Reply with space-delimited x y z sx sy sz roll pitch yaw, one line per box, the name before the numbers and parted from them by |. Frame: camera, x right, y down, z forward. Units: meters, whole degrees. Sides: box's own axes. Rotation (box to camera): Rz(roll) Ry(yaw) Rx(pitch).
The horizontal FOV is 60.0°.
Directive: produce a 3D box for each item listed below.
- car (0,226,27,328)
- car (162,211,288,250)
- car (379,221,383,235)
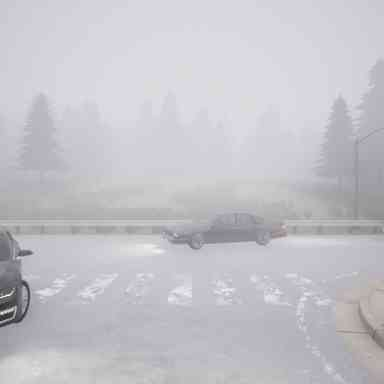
car | -4.456 1.505 6.685 1.837 1.490 4.892 0 0 -28
car | 1.461 1.548 14.325 5.357 1.411 2.033 0 0 -20
car | 11.240 1.492 15.202 4.902 1.511 2.128 0 0 0
